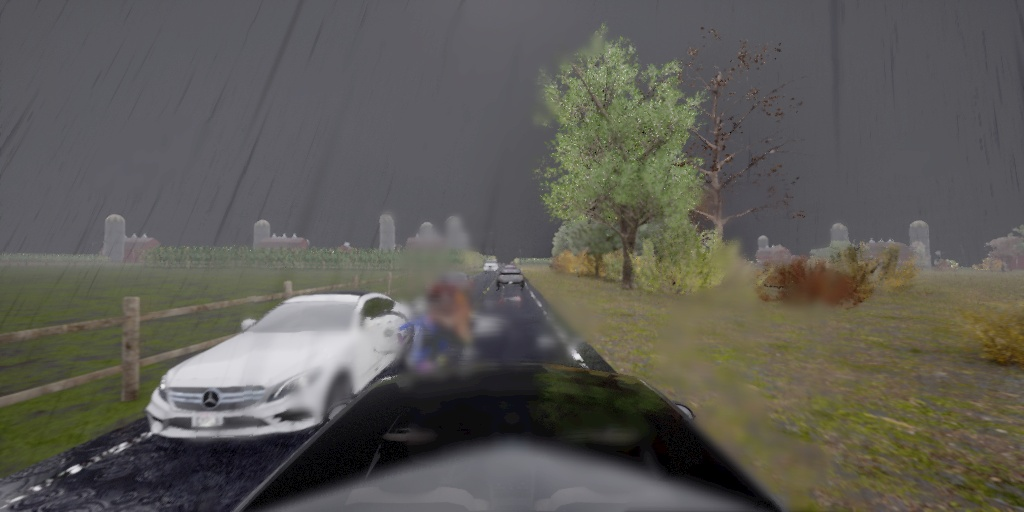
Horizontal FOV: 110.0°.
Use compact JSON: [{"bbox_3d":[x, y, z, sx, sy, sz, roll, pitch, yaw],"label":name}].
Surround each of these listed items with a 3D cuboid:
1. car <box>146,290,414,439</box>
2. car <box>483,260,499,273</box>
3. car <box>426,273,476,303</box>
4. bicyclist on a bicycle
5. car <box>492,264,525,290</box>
[{"bbox_3d":[-2.897,1.313,5.721,1.812,1.442,4.674,-1,-1,0],"label":"car"},{"bbox_3d":[-3.324,1.616,57.125,2.150,2.045,5.566,0,-1,0],"label":"car"},{"bbox_3d":[-2.980,1.542,18.143,1.895,1.301,4.718,0,-1,0],"label":"car"},{"bbox_3d":[-1.162,1.168,5.449,1.620,1.656,0.582,-42,21,-6],"label":"bicyclist on a bicycle"},{"bbox_3d":[-0.099,1.514,25.266,2.128,1.511,4.902,0,-1,-1],"label":"car"}]
